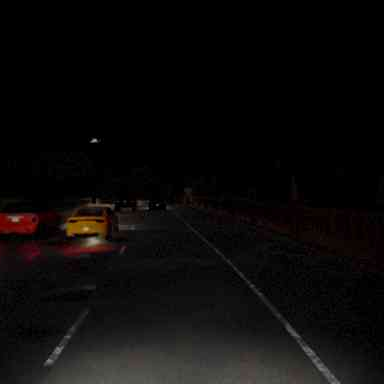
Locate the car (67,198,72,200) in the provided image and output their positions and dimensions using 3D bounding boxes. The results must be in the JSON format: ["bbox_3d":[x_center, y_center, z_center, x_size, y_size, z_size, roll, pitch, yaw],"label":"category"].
[{"bbox_3d":[-20.005,1.526,52.345,1.895,1.301,4.718,0,0,-7],"label":"car"}]

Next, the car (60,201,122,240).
[{"bbox_3d":[-4.852,1.432,16.767,1.882,1.535,5.008,0,0,-7],"label":"car"}]

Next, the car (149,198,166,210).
[{"bbox_3d":[-4.185,1.436,39.955,1.994,1.385,4.181,0,0,-7],"label":"car"}]

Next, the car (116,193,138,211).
[{"bbox_3d":[-7.469,1.115,38.014,2.150,2.045,5.566,0,0,-7],"label":"car"}]

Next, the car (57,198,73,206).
[{"bbox_3d":[-25.183,1.968,66.051,1.837,1.490,4.892,0,-3,-7],"label":"car"}]

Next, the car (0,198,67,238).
[{"bbox_3d":[-8.490,1.320,17.643,2.097,1.767,4.553,0,0,-7],"label":"car"}]
